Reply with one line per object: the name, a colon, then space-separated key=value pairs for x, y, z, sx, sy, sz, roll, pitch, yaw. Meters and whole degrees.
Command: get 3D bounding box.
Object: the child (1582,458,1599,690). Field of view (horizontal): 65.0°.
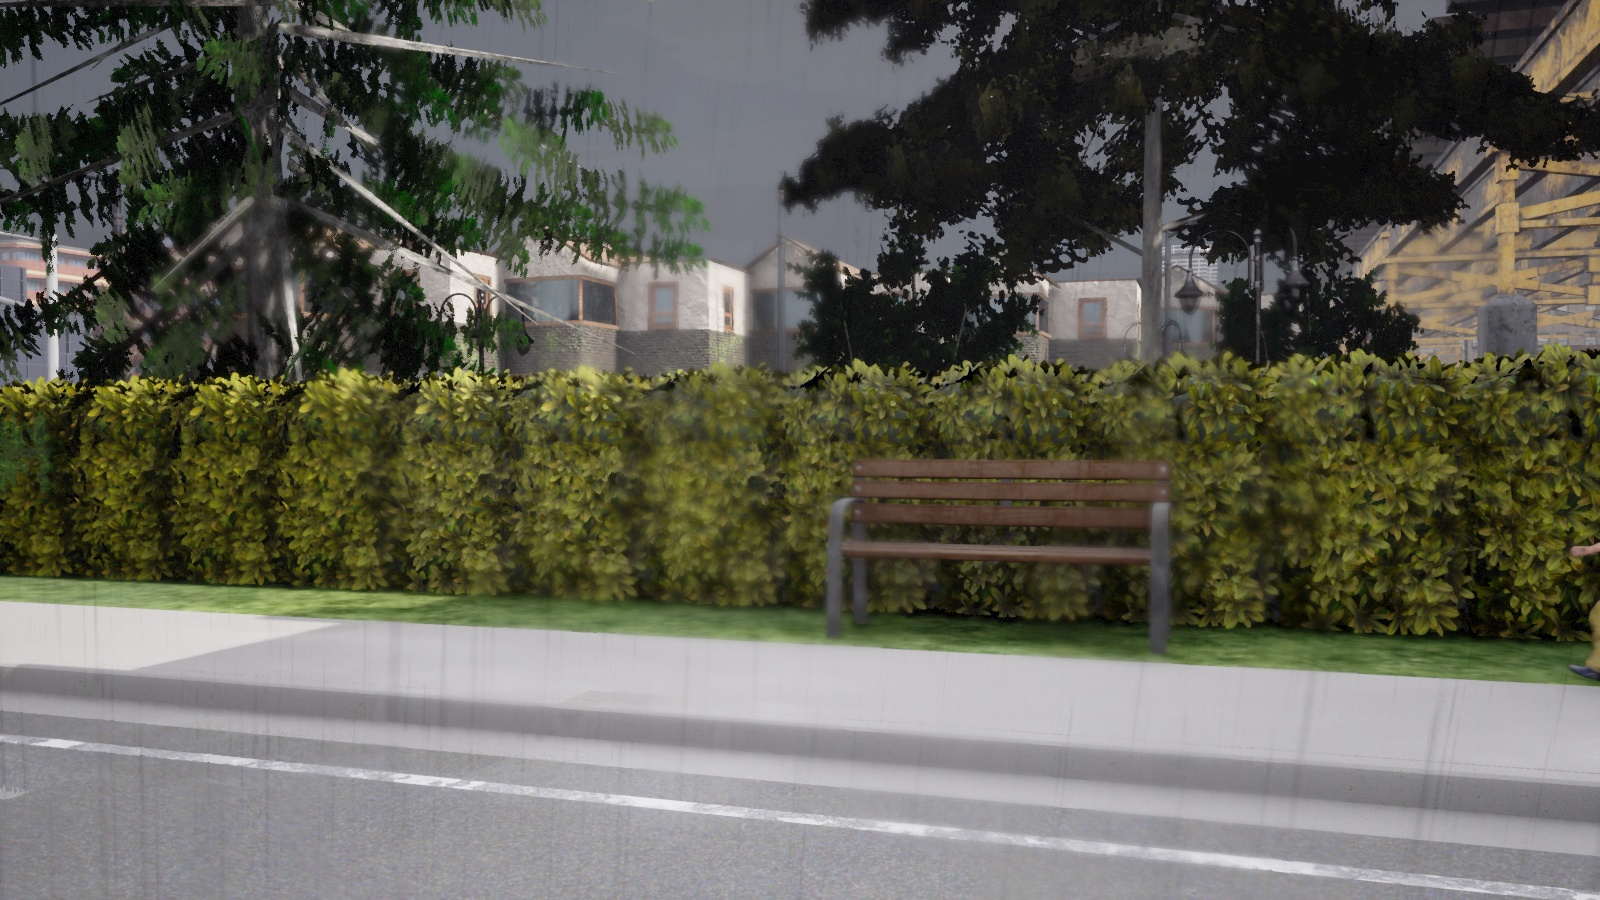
child: x=4.599 y=0.678 z=6.903 sx=0.437 sy=1.263 sz=0.270 roll=0 pitch=1 yaw=17
